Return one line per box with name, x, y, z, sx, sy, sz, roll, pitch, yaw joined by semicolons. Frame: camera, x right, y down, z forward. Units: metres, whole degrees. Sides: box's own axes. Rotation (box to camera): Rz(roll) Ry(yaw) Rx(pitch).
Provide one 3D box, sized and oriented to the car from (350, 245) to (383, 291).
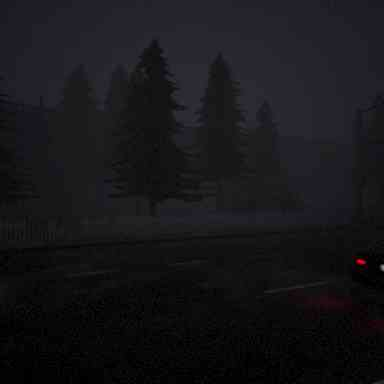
car;6.111;1.557;7.609;5.357;1.411;2.033;0;0;-25
